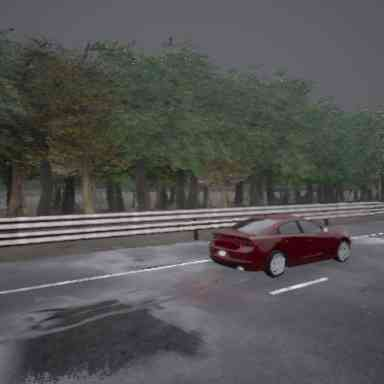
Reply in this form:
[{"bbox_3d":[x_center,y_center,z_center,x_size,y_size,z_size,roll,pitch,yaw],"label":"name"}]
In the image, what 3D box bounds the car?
[{"bbox_3d":[2.805,1.426,10.032,5.008,1.535,1.882,0,0,-35],"label":"car"}]
